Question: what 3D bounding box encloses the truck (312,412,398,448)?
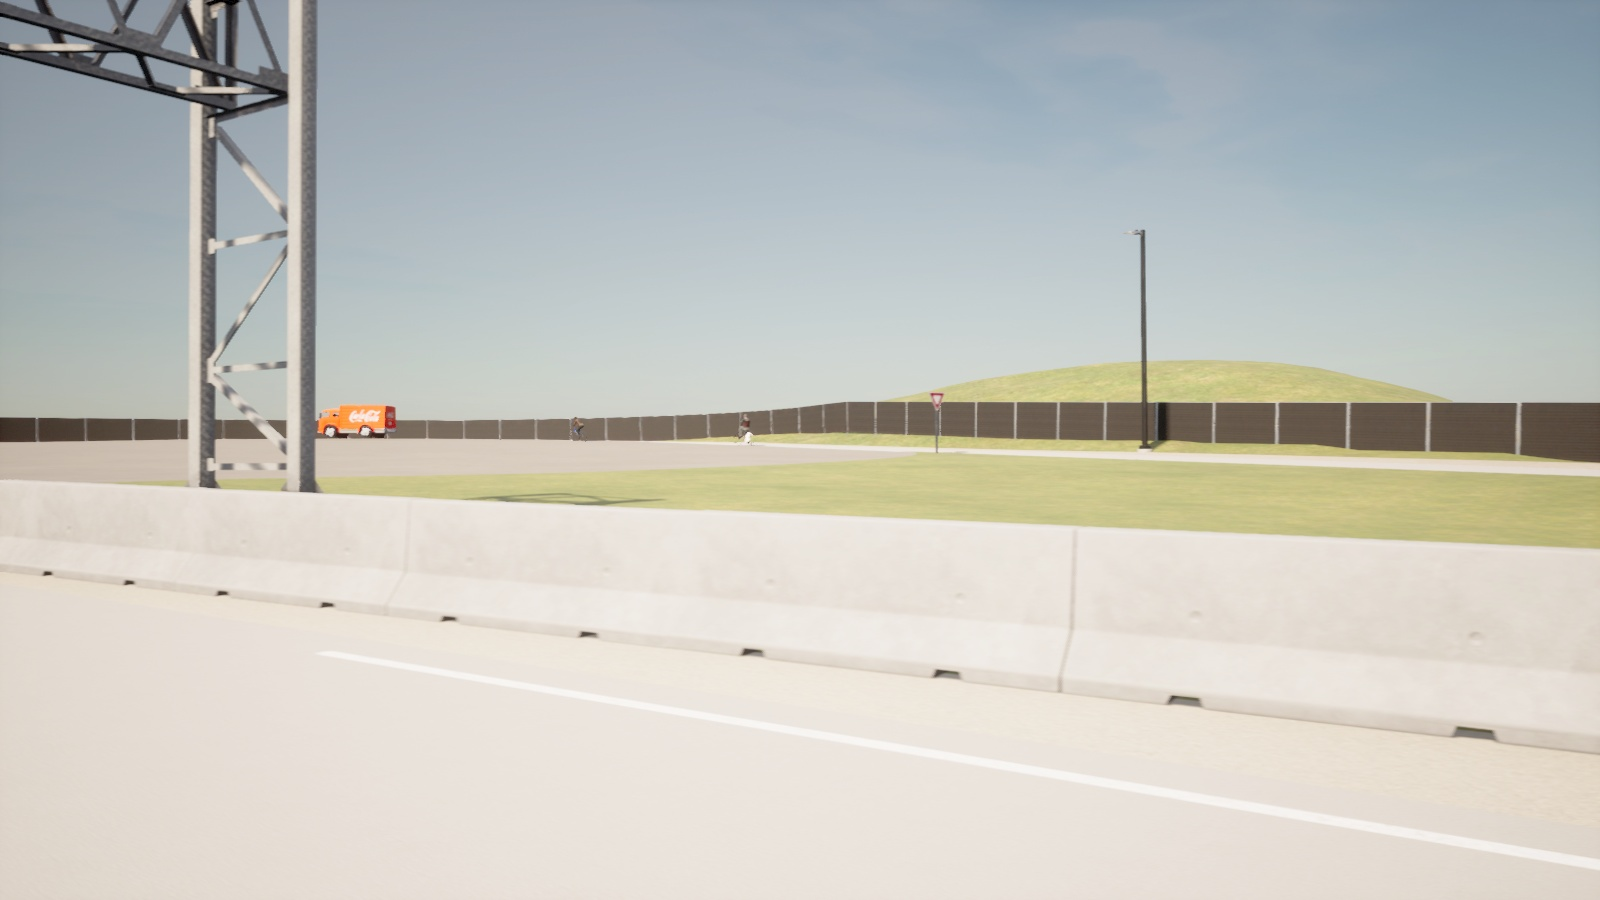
[{"bbox_3d":[-32.462,-1.456,91.708,5.204,2.467,2.627,-1,0,3],"label":"truck"}]
